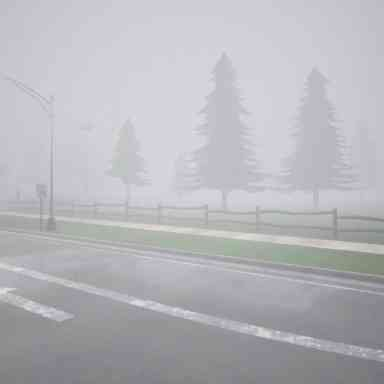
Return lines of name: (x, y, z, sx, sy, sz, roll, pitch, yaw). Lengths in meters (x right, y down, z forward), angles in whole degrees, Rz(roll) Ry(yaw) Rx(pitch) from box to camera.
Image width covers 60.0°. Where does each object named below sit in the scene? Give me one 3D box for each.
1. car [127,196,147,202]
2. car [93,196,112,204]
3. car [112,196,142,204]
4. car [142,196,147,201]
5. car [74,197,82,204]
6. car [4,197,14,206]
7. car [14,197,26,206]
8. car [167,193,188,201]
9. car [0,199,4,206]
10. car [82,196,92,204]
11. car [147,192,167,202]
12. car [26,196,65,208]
car: (-12.899, 1.504, 77.872, 1.895, 1.301, 4.718, 0, 0, 35)
car: (-15.708, 1.525, 61.812, 1.812, 1.442, 4.674, 0, 0, 35)
car: (-11.916, 1.564, 61.135, 1.994, 1.385, 4.181, 0, 0, 35)
car: (-9.558, 1.436, 76.539, 1.994, 1.385, 4.181, 0, 0, 35)
car: (-21.223, 1.526, 66.024, 1.812, 1.442, 4.674, 0, 1, 35)
car: (-26.502, 1.526, 52.588, 1.812, 1.442, 4.674, 0, 0, 35)
car: (-23.753, 1.600, 50.415, 1.895, 1.301, 4.718, 0, 0, 35)
car: (-2.767, 0.970, 74.029, 2.097, 1.767, 4.553, 0, 0, 35)
car: (-29.691, 1.562, 54.142, 1.994, 1.385, 4.181, 0, 0, 34)
car: (-18.069, 1.491, 64.496, 2.128, 1.511, 4.902, 0, 0, 36)
car: (-6.752, 1.111, 74.445, 2.150, 2.045, 5.566, 0, 0, 35)
car: (-20.960, 1.356, 48.308, 2.097, 1.767, 4.553, 0, 0, 35)
